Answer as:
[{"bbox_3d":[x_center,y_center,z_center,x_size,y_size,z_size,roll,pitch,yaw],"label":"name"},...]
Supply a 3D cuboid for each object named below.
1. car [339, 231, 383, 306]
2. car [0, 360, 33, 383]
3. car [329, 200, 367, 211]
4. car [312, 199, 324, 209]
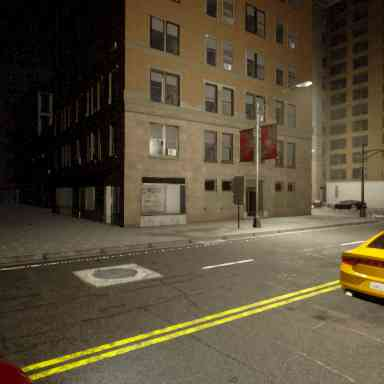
[{"bbox_3d":[5.222,1.478,7.183,5.008,1.535,1.882,0,0,-35],"label":"car"},{"bbox_3d":[-3.099,1.526,1.224,4.674,1.442,1.812,0,0,-36],"label":"car"},{"bbox_3d":[18.854,1.596,40.319,1.947,1.339,4.313,0,0,-35],"label":"car"},{"bbox_3d":[15.578,1.582,44.937,2.008,1.369,4.403,0,0,-35],"label":"car"}]
